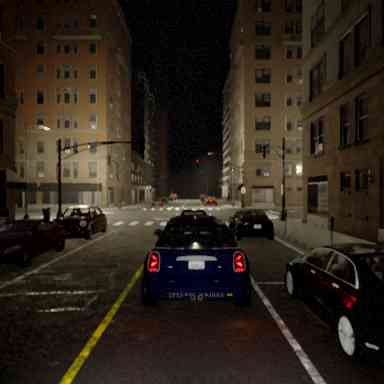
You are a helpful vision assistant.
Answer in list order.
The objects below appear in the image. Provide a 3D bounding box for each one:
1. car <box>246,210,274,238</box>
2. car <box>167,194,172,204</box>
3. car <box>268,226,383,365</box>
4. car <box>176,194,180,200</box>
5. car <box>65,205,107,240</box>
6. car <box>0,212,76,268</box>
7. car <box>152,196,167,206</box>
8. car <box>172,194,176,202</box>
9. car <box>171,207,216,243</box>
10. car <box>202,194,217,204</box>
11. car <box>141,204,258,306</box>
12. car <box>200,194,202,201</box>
[{"bbox_3d":[2.893,1.555,16.685,1.947,1.339,4.313,0,0,0],"label":"car"},{"bbox_3d":[-5.465,1.560,64.625,2.008,1.369,4.403,0,0,0],"label":"car"},{"bbox_3d":[2.867,1.546,5.682,2.008,1.369,4.403,0,0,0],"label":"car"},{"bbox_3d":[-5.354,1.391,91.668,2.192,1.841,5.009,0,0,0],"label":"car"},{"bbox_3d":[-5.633,1.429,16.705,1.967,1.590,4.097,0,0,0],"label":"car"},{"bbox_3d":[-5.645,1.574,11.204,1.802,1.307,4.206,0,0,0],"label":"car"},{"bbox_3d":[-5.510,1.579,53.808,1.802,1.307,4.206,0,0,0],"label":"car"},{"bbox_3d":[-5.398,1.568,80.680,1.752,1.417,4.829,0,0,0],"label":"car"},{"bbox_3d":[0.083,1.552,16.755,1.994,1.385,4.181,0,0,0],"label":"car"},{"bbox_3d":[3.014,1.438,53.775,1.967,1.590,4.097,0,0,0],"label":"car"},{"bbox_3d":[0.096,1.346,8.172,2.097,1.767,4.553,0,0,0],"label":"car"},{"bbox_3d":[3.060,1.561,64.592,2.008,1.369,4.403,0,0,0],"label":"car"}]
